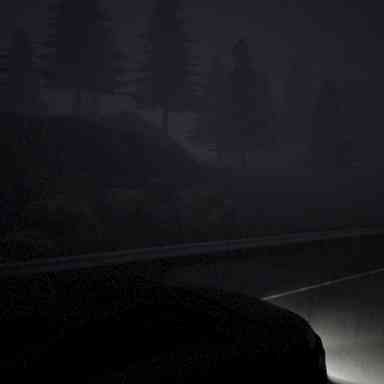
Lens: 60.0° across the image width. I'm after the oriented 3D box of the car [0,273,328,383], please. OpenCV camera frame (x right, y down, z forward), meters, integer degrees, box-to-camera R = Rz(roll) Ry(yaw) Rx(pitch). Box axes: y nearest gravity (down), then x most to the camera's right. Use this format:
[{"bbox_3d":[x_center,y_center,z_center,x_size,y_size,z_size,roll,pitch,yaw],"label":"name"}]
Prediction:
[{"bbox_3d":[-0.560,1.568,3.281,4.181,1.385,1.994,0,0,-35],"label":"car"}]
